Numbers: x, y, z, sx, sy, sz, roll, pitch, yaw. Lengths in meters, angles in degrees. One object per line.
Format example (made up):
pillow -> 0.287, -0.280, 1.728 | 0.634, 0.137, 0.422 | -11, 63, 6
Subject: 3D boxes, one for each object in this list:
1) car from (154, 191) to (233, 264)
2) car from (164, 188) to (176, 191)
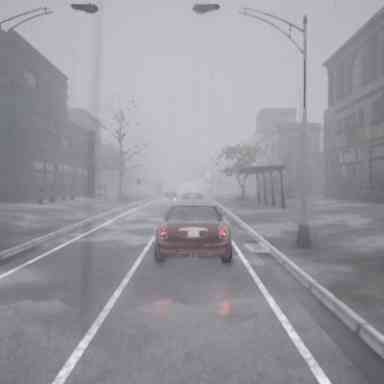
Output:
car -> 0.051, 1.015, 10.679 | 2.097, 1.767, 4.553 | 0, 2, 0
car -> -3.103, 0.116, 49.811 | 1.812, 1.442, 4.674 | 0, 1, 0
